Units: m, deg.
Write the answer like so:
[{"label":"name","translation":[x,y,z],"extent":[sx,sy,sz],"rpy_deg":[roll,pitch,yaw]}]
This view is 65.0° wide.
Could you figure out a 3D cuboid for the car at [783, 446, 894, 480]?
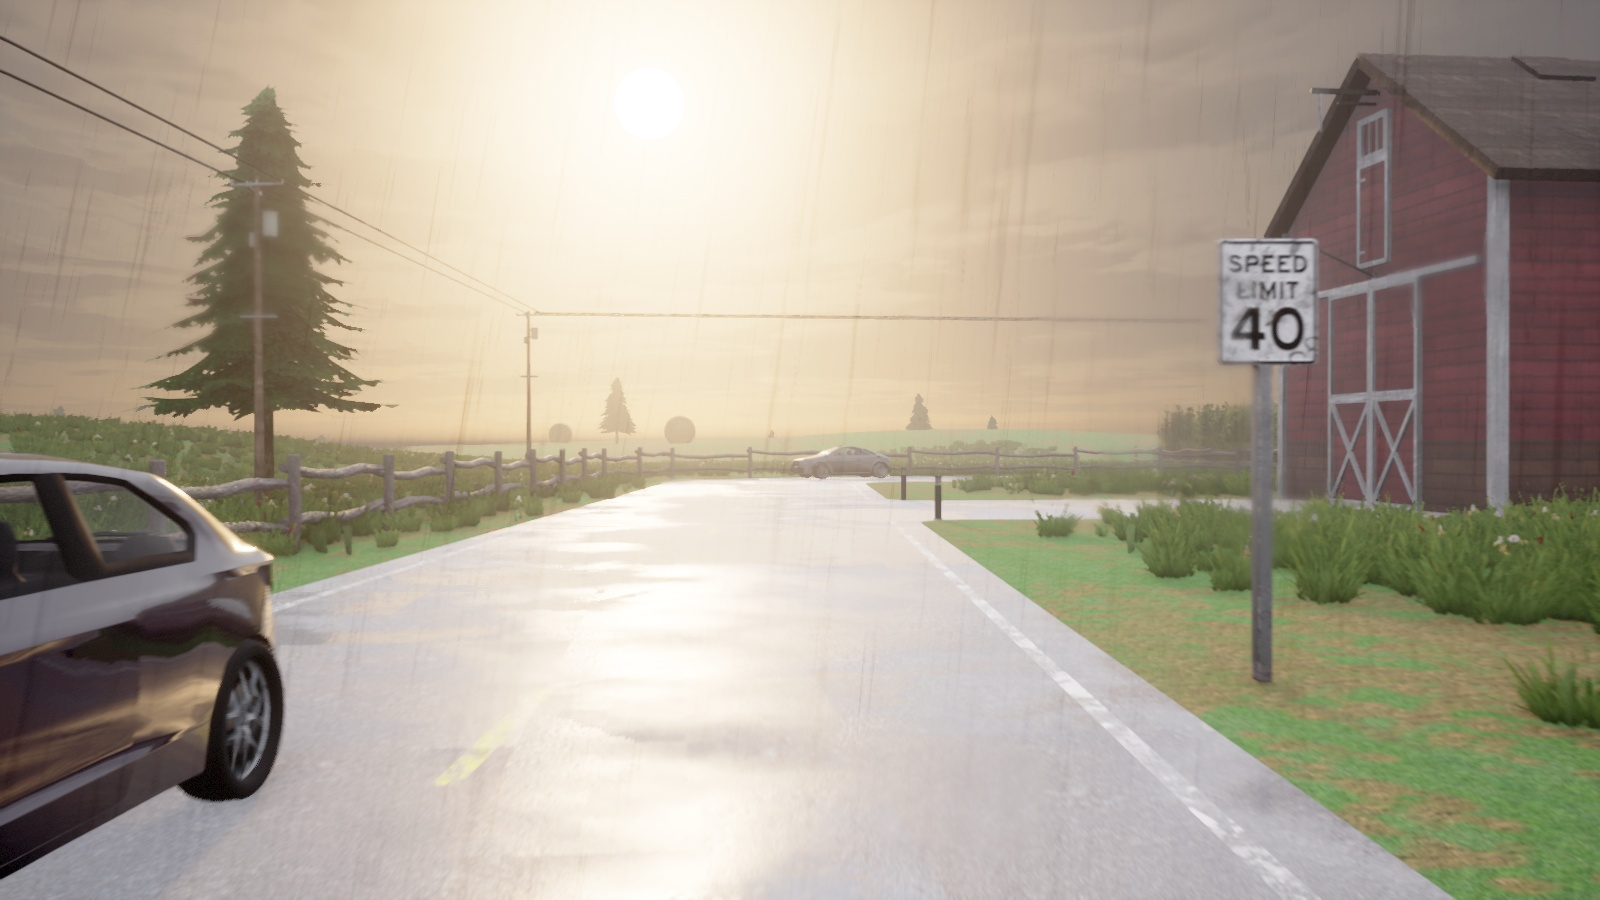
[{"label":"car","translation":[1.603,0.516,52.376],"extent":[4.181,1.385,1.994],"rpy_deg":[0,0,-20]}]

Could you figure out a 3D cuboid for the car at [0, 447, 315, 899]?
[{"label":"car","translation":[-3.164,0.737,3.712],"extent":[1.816,1.474,4.193],"rpy_deg":[0,0,0]}]
